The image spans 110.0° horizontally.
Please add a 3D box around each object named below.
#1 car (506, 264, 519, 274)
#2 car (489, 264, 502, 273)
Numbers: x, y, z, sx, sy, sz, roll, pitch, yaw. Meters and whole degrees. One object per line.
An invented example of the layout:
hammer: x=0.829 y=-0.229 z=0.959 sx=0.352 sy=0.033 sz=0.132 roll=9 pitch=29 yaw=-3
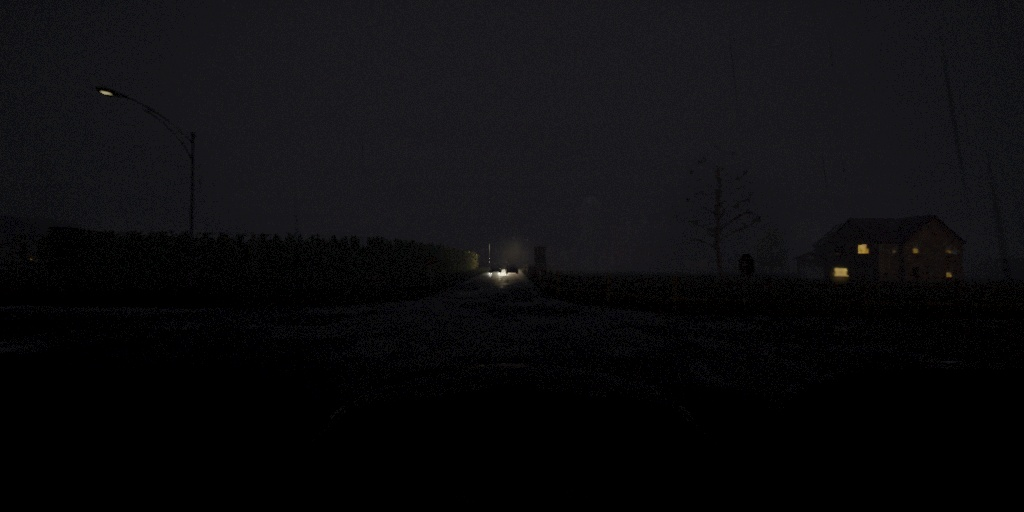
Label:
car: x=0.010 y=2.023 z=55.852 sx=1.882 sy=1.535 sz=5.008 roll=0 pitch=-1 yaw=0
car: x=-2.741 y=2.101 z=60.866 sx=1.882 sy=1.535 sz=5.008 roll=0 pitch=-1 yaw=0
